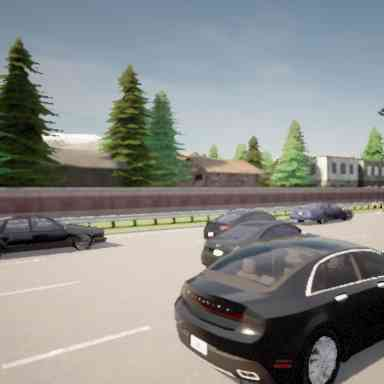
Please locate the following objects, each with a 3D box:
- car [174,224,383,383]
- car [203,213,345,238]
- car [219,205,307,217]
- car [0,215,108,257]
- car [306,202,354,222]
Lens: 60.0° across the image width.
[{"bbox_3d":[2.046,1.477,5.211,4.892,1.490,1.837,-1,0,-36],"label":"car"},{"bbox_3d":[2.306,1.522,9.704,4.181,1.385,1.994,-1,0,-36],"label":"car"},{"bbox_3d":[2.610,1.468,14.228,4.674,1.442,1.812,-1,0,-36],"label":"car"},{"bbox_3d":[-5.988,1.556,12.365,5.357,1.411,2.033,-1,0,-35],"label":"car"},{"bbox_3d":[9.111,1.419,23.193,5.357,1.411,2.033,-1,0,-36],"label":"car"}]
